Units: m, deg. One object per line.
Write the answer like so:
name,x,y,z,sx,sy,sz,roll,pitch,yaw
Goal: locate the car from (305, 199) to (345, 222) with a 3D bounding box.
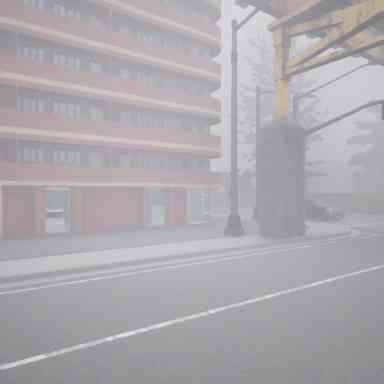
car,9.567,1.352,26.147,2.097,1.767,4.553,0,0,-35
